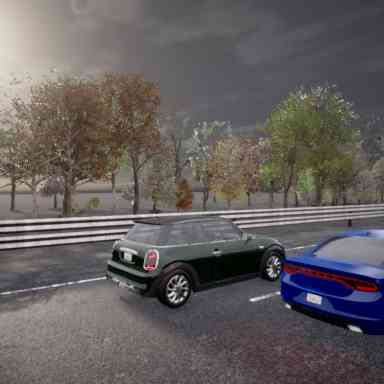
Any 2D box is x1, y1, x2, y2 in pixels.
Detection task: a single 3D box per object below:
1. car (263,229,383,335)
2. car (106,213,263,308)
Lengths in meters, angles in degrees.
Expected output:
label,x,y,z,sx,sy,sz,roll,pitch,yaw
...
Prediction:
label,x,y,z,sx,sy,sz,roll,pitch,yaw
car,3.878,1.477,6.509,5.008,1.535,1.882,0,0,-35
car,0.321,1.352,8.195,4.553,1.767,2.097,0,0,-39
